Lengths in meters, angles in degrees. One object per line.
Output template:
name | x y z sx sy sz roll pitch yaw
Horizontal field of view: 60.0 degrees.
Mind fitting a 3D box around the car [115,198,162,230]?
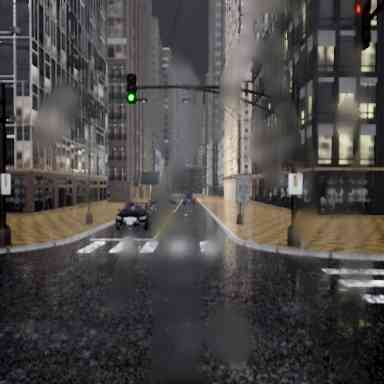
car | -3.293 1.368 20.109 2.128 1.511 4.902 0 0 0

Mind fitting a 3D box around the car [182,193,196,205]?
car | -0.450 1.258 51.034 1.812 1.442 4.674 0 0 -1

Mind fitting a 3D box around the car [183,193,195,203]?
car | -0.539 1.041 61.020 2.097 1.767 4.553 0 0 -1

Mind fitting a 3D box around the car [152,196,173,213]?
car | -3.388 1.160 33.644 2.097 1.767 4.553 0 0 0

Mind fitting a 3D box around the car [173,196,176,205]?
car | -3.487 1.264 53.167 2.033 1.411 5.357 0 0 0
